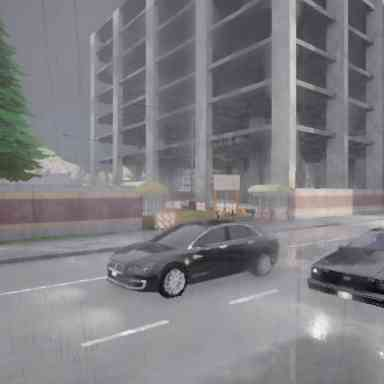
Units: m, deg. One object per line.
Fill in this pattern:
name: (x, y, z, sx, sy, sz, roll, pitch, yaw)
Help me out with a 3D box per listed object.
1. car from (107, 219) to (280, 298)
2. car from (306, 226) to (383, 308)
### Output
car: (0.254, 1.504, 8.633, 4.892, 1.490, 1.837, 0, 0, -38)
car: (4.972, 1.546, 7.849, 5.357, 1.411, 2.033, 0, 0, -38)
